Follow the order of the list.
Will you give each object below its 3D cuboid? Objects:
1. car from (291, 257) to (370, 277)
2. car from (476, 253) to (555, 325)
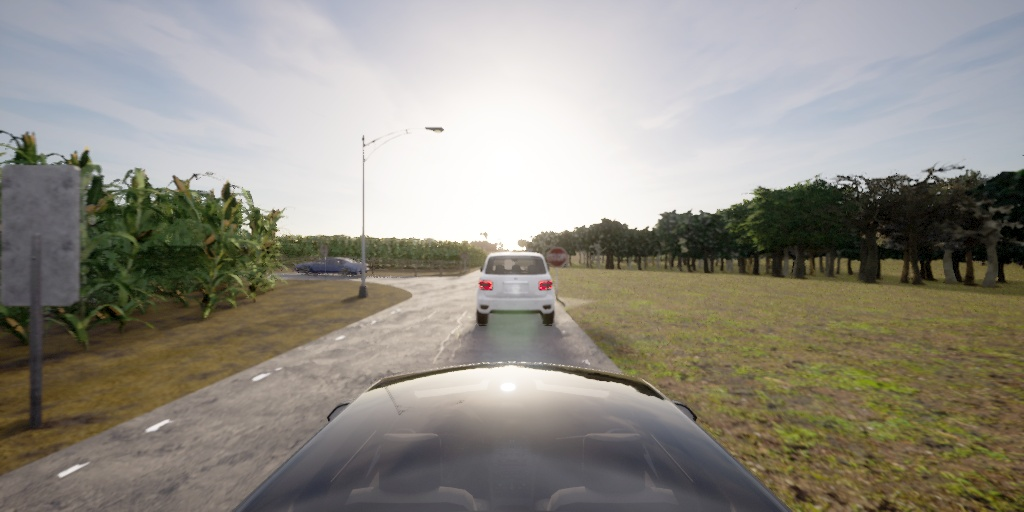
[{"bbox_3d":[-13.938,0.804,27.788,5.357,1.411,2.033,2,0,-2],"label":"car"},{"bbox_3d":[0.100,0.935,11.753,2.150,2.045,5.566,0,-1,0],"label":"car"}]
